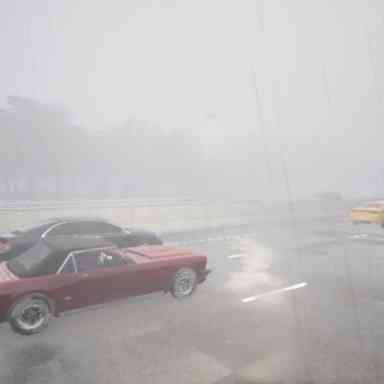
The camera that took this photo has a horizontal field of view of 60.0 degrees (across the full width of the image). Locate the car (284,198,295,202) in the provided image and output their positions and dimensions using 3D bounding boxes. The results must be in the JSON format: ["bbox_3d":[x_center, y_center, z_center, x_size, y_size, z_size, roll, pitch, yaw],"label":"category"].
[{"bbox_3d":[12.011,1.328,38.226,4.181,1.385,1.994,-1,0,-35],"label":"car"}]

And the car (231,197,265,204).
[{"bbox_3d":[7.287,1.373,43.463,4.718,1.301,1.895,-1,0,-35],"label":"car"}]

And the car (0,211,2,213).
[{"bbox_3d":[-15.834,1.498,22.787,4.902,1.511,2.128,-1,0,-36],"label":"car"}]

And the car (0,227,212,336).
[{"bbox_3d":[-1.904,1.586,6.685,4.718,1.301,1.895,-1,0,-35],"label":"car"}]

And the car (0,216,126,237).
[{"bbox_3d":[-3.147,1.484,10.097,4.892,1.490,1.837,-1,0,-36],"label":"car"}]

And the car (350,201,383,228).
[{"bbox_3d":[11.886,1.316,20.772,5.008,1.535,1.882,-1,0,-35],"label":"car"}]

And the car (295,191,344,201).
[{"bbox_3d":[13.821,0.984,35.226,5.566,2.045,2.150,-1,1,-35],"label":"car"}]
